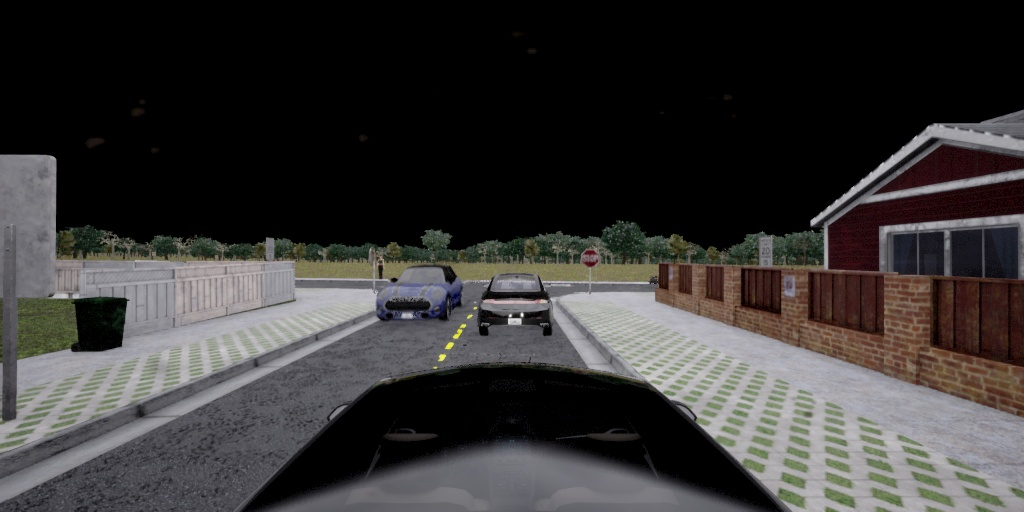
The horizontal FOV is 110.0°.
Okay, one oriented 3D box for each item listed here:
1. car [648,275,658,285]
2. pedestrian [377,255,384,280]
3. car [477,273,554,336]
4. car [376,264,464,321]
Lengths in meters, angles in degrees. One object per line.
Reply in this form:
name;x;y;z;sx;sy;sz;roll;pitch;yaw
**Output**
car;12.026;1.475;23.877;5.357;1.411;2.033;1;0;0
pedestrian;-9.742;0.819;26.615;0.375;1.860;0.375;0;-1;0
car;0.135;1.243;10.396;2.128;1.511;4.902;0;0;2
car;-2.971;1.104;12.397;2.097;1.767;4.553;0;0;0
